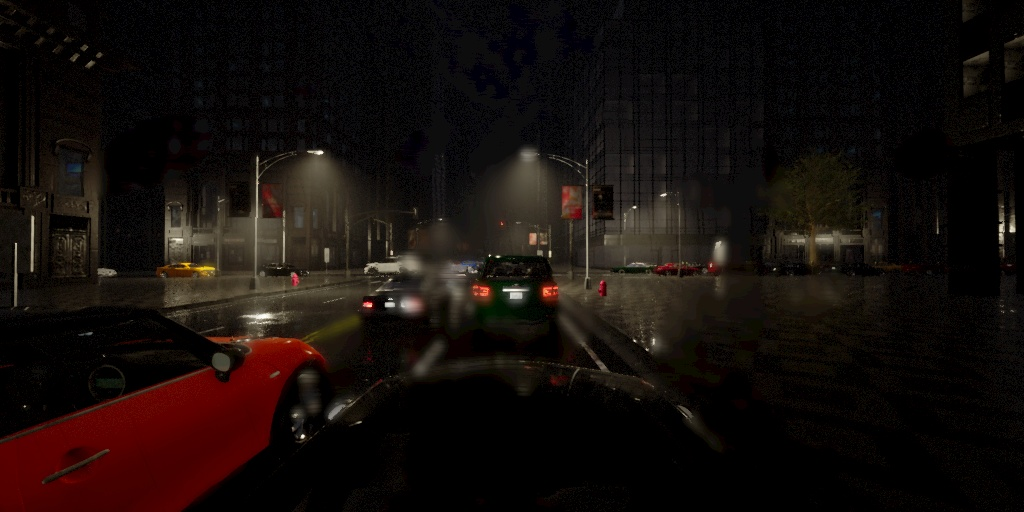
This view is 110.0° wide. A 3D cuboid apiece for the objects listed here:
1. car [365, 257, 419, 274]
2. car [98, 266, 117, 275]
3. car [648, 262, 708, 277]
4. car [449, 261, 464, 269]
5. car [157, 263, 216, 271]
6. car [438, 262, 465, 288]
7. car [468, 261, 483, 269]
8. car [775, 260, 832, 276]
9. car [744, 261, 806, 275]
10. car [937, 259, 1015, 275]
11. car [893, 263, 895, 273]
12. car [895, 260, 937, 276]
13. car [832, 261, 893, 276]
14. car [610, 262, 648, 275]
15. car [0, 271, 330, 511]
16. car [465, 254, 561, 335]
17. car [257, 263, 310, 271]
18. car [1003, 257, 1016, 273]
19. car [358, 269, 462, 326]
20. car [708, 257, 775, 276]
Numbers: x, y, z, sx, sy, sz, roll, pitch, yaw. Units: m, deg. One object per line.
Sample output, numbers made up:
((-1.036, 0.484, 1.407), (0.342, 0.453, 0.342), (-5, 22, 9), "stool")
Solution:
((-12.867, 1.117, 38.637), (5.566, 2.045, 2.150), (-1, -1, -1), "car")
((-42.074, 1.542, 35.483), (4.674, 1.442, 1.812), (0, -1, 0), "car")
((15.366, 1.327, 33.342), (4.207, 1.307, 1.802), (0, 0, -1), "car")
((-9.718, 1.571, 63.188), (1.812, 1.442, 4.674), (0, 0, 1), "car")
((-32.075, 1.448, 35.456), (5.008, 1.535, 1.882), (0, -1, 0), "car")
((-3.123, 1.280, 21.462), (2.128, 1.511, 4.902), (0, 0, 0), "car")
((-6.458, 1.599, 64.043), (2.033, 1.411, 5.357), (0, 0, 1), "car")
((26.642, 1.275, 33.499), (4.313, 1.339, 1.948), (0, 0, -1), "car")
((28.773, 1.319, 39.303), (5.357, 1.411, 2.033), (0, -1, -1), "car")
((43.556, 1.213, 33.735), (4.507, 1.381, 1.888), (0, 0, -1), "car")
((43.273, 1.295, 42.256), (4.829, 1.417, 1.751), (0, 0, -1), "car")
((42.567, 1.179, 36.352), (5.008, 1.535, 1.882), (0, -1, 0), "car")
((32.280, 1.259, 33.578), (4.313, 1.339, 1.948), (0, 0, -1), "car")
((13.210, 1.422, 39.088), (4.718, 1.301, 1.895), (0, -1, 0), "car")
((-3.146, 1.102, 2.313), (2.097, 1.767, 4.553), (0, 0, 0), "car")
((0.114, 0.979, 10.641), (2.150, 2.045, 5.566), (0, 0, 0), "car")
((-22.559, 1.432, 35.430), (4.892, 1.490, 1.837), (0, -1, 0), "car")
((49.195, 0.972, 33.814), (5.009, 1.841, 2.192), (0, 0, -1), "car")
((-3.121, 1.307, 11.725), (2.033, 1.411, 5.357), (0, 0, 0), "car")
((21.005, 1.041, 33.421), (5.009, 1.841, 2.192), (0, 0, -1), "car")
